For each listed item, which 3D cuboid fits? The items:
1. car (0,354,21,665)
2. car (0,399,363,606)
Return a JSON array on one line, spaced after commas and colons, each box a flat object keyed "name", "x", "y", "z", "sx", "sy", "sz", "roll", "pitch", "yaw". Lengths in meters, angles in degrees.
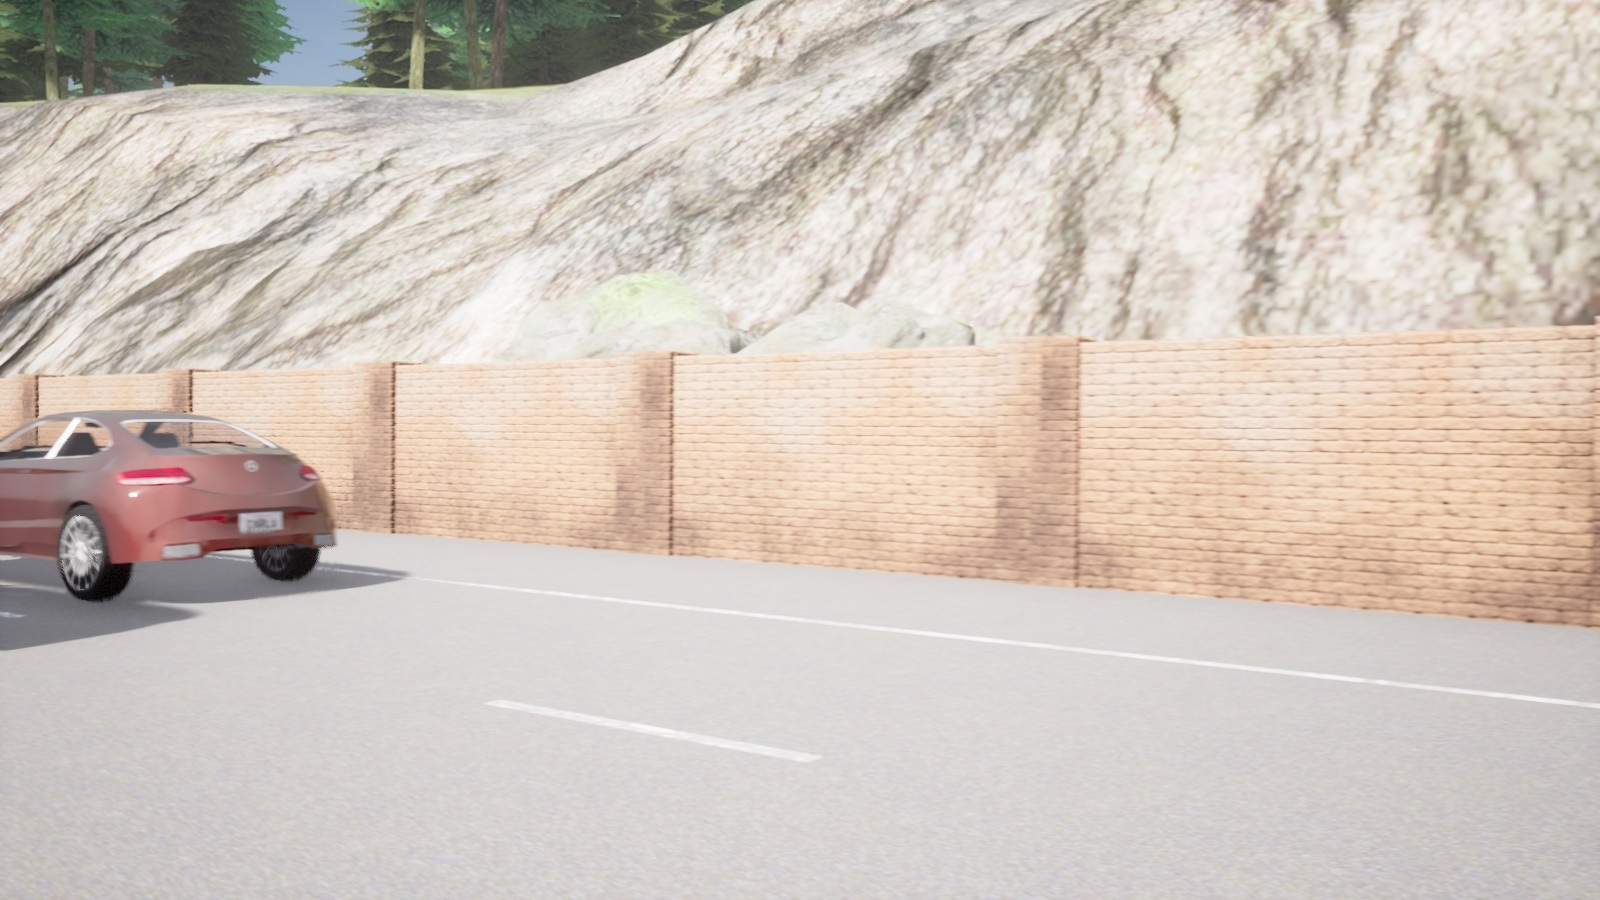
[{"name": "car", "x": -8.100, "y": 0.401, "z": 8.969, "sx": 5.566, "sy": 2.045, "sz": 2.150, "roll": 0, "pitch": 1, "yaw": 33}, {"name": "car", "x": -6.817, "y": 0.402, "z": 12.315, "sx": 5.027, "sy": 1.651, "sz": 2.152, "roll": 0, "pitch": 1, "yaw": 33}]
